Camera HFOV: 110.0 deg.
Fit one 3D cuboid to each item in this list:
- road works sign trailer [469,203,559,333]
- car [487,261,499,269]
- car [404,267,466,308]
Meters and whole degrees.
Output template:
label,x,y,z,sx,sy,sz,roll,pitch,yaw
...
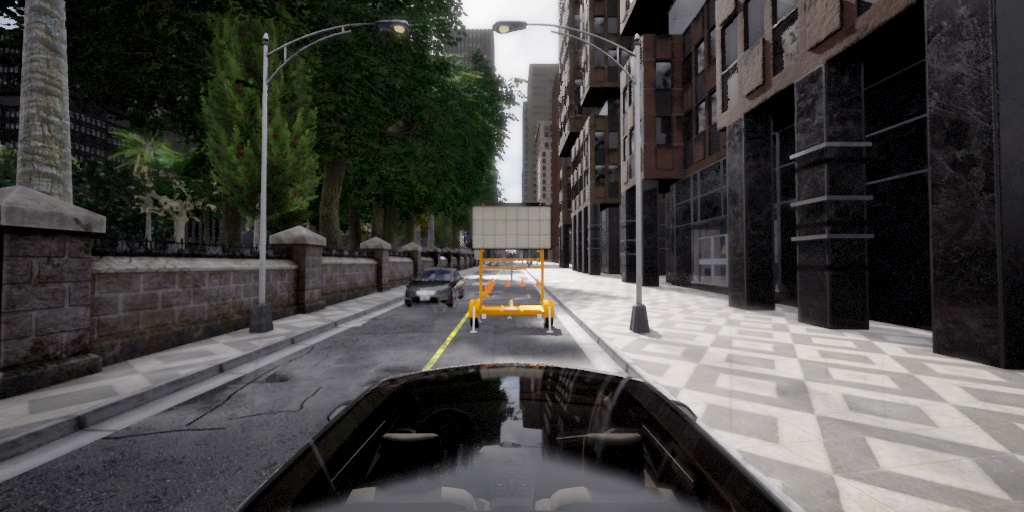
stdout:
label,x,y,z,sx,sy,sz,roll,pitch,yaw
road works sign trailer,-0.009,0.220,10.757,2.380,3.560,2.880,0,0,0
car,-3.145,1.356,60.504,2.128,1.511,4.902,0,0,0
car,-3.115,1.252,15.270,2.128,1.511,4.902,0,0,0
